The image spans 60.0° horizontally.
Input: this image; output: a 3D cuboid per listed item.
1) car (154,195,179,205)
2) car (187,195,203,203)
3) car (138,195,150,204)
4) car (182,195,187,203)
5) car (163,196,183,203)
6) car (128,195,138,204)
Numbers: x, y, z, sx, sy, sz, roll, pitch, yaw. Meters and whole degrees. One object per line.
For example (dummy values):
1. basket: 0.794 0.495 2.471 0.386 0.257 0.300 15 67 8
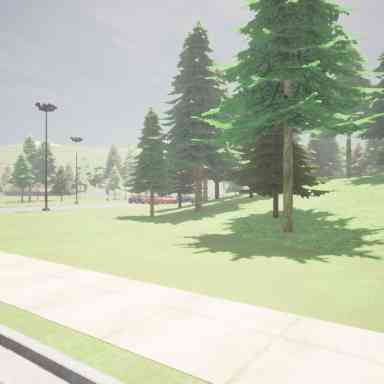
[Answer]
1. car: -4.528 1.352 59.385 2.097 1.767 4.553 0 0 37
2. car: 1.508 1.564 67.708 1.994 1.385 4.181 0 0 36
3. car: -7.229 1.352 61.621 2.097 1.767 4.553 0 0 37
4. car: -1.579 1.352 69.418 2.097 1.767 4.553 0 0 36
5. car: -4.092 1.554 71.889 1.994 1.385 4.181 0 0 36
6. car: -9.990 1.352 63.696 2.097 1.767 4.553 0 0 37
